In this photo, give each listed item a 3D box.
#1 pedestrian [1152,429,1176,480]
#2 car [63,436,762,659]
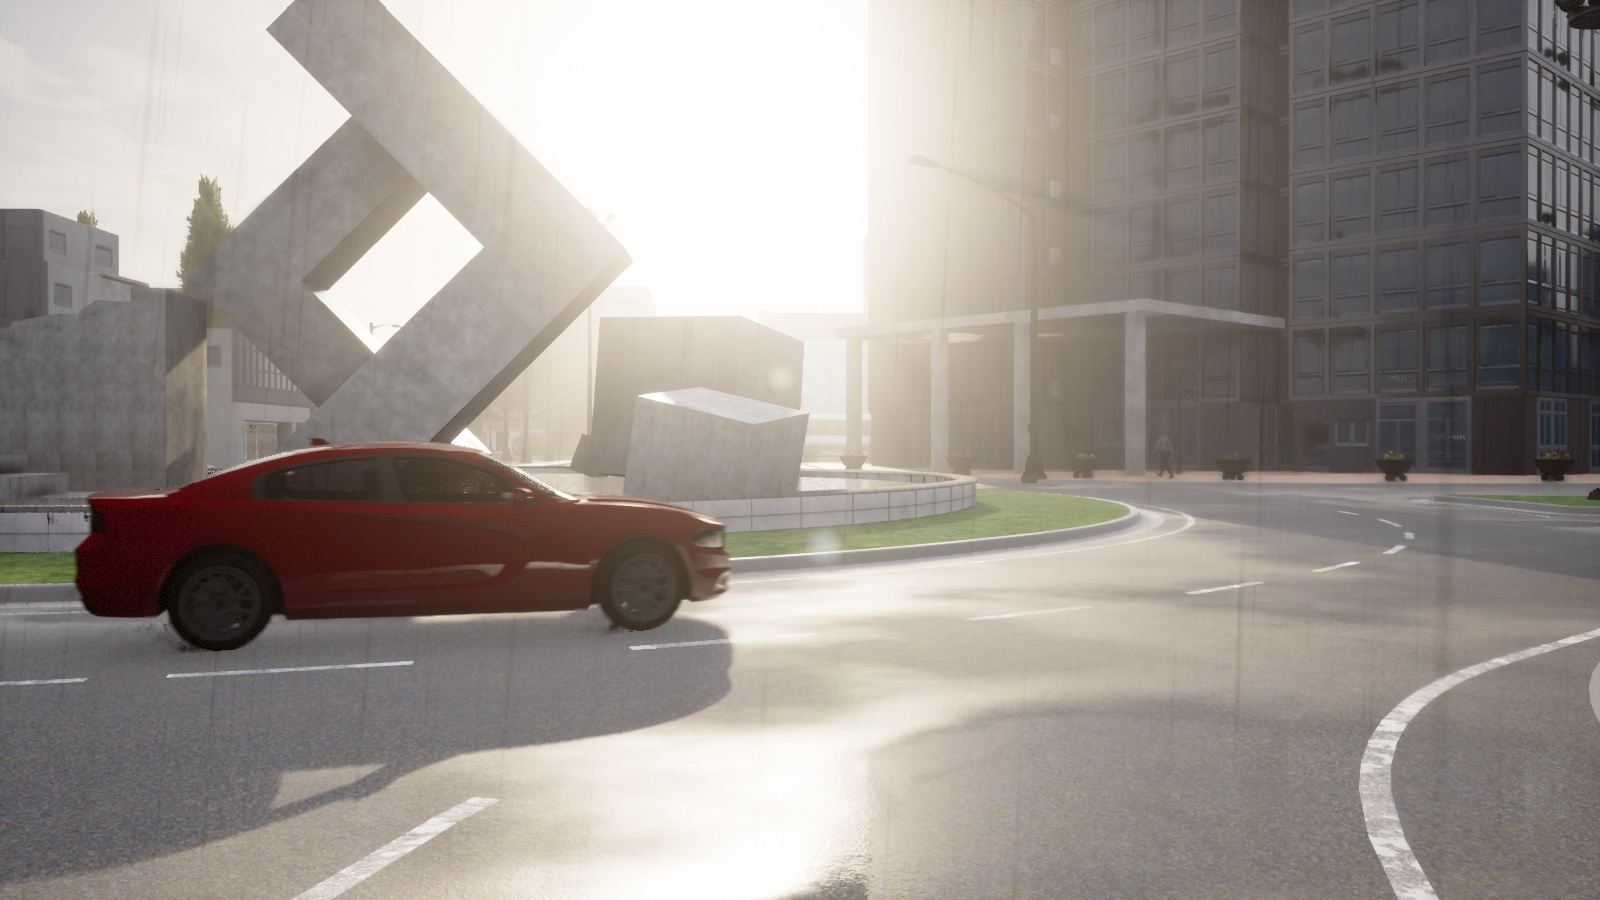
[{"bbox_3d":[13.416,0.151,46.247,0.540,1.848,0.694,0,0,-22],"label":"pedestrian"},{"bbox_3d":[-2.980,0.664,10.314,5.008,1.535,1.882,0,0,-18],"label":"car"}]
